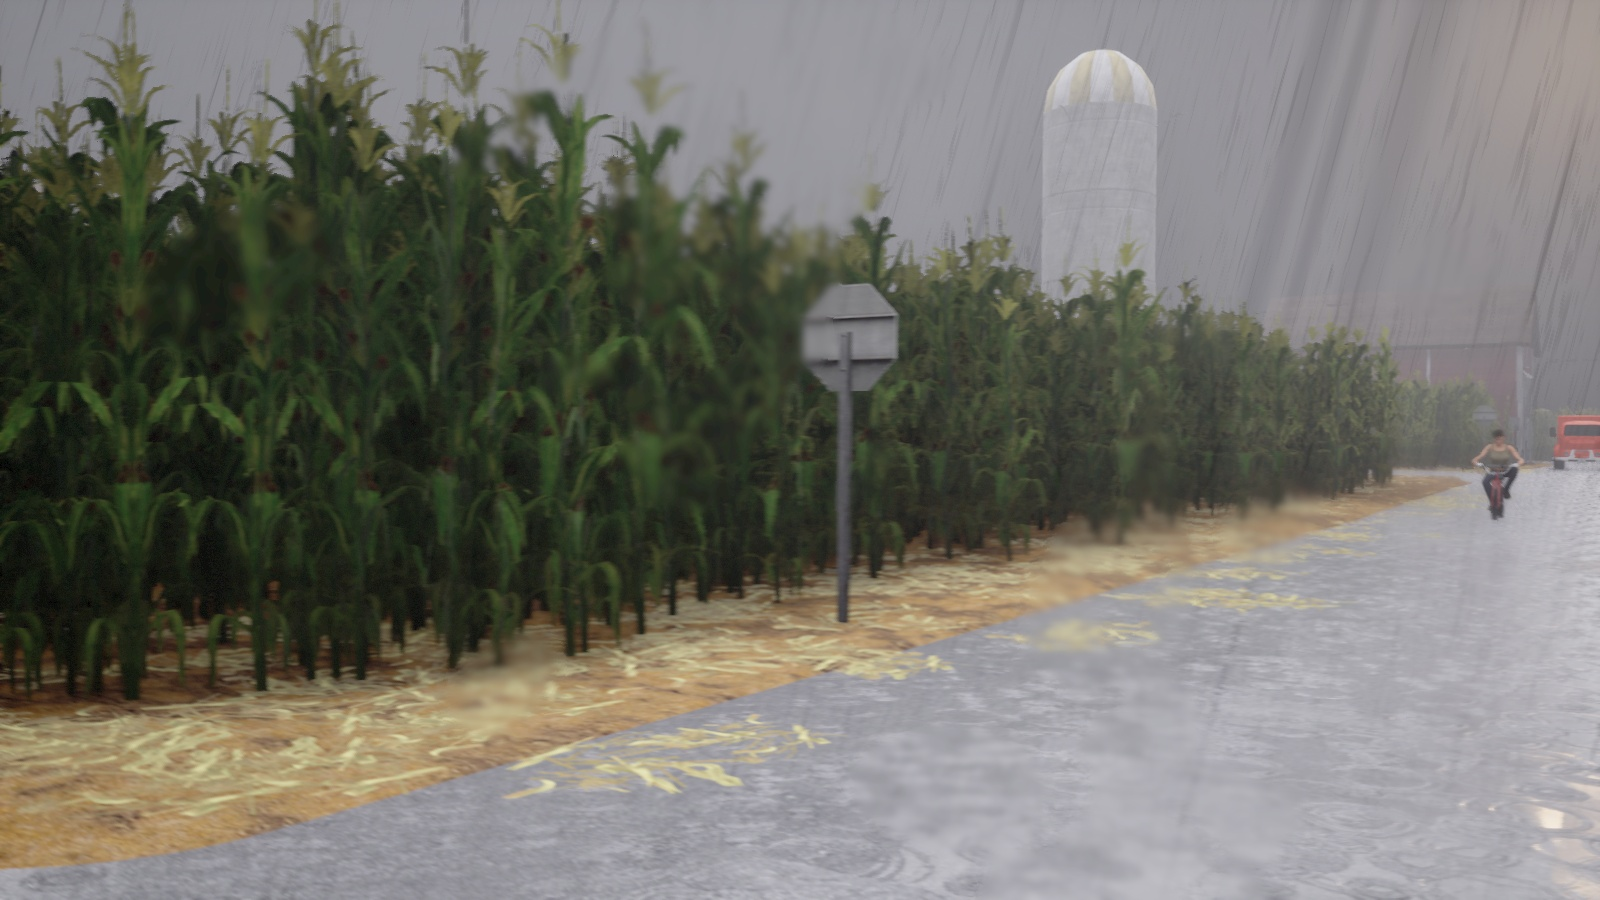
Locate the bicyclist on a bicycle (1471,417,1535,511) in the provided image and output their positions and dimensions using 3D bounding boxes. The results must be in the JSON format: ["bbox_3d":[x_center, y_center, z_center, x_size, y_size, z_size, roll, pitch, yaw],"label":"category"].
[{"bbox_3d":[12.581,0.224,22.450,0.866,1.612,1.509,0,1,34],"label":"bicyclist on a bicycle"}]

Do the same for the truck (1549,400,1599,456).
[{"bbox_3d":[36.020,-0.990,57.560,2.627,2.467,5.204,0,0,34],"label":"truck"}]
